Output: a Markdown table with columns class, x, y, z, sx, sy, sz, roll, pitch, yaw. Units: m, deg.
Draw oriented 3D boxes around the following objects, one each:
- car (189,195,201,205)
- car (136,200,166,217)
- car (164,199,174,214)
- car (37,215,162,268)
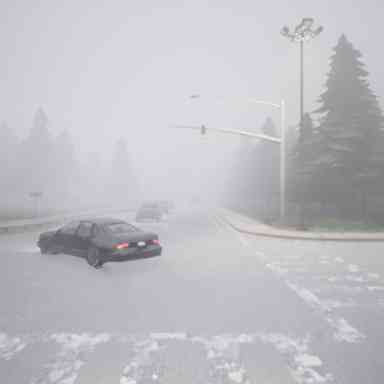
| class | x | y | z | sx | sy | sz | roll | pitch | yaw |
| --- | --- | --- | --- | --- | --- | --- | --- | --- | --- |
| car | 0.654 | 1.549 | 66.328 | 2.150 | 2.045 | 5.566 | 0 | 0 | 2 |
| car | -3.592 | 1.646 | 28.592 | 1.837 | 1.490 | 4.892 | 0 | 0 | 0 |
| car | -3.565 | 1.681 | 38.243 | 2.128 | 1.511 | 4.902 | 0 | 0 | 0 |
| car | -3.425 | 1.619 | 11.657 | 5.357 | 1.411 | 2.033 | 0 | -1 | 41 |
